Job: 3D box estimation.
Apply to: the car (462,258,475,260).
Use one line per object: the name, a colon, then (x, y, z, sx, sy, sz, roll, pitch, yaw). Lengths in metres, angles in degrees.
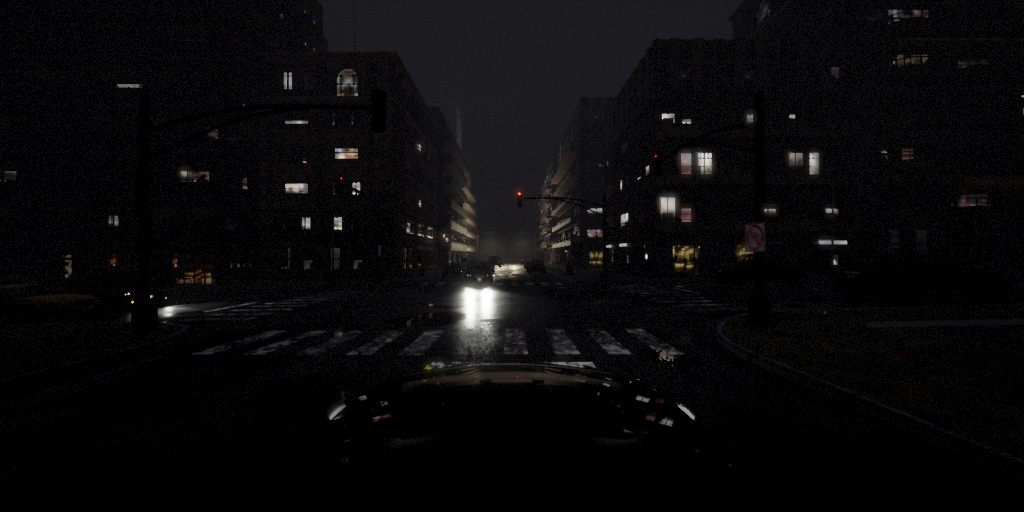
car: (-5.609, 1.283, 40.668, 1.751, 1.417, 4.829, 0, 0, 0)

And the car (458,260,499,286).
car: (-2.486, 1.245, 25.273, 2.128, 1.511, 4.902, 0, 0, -10)

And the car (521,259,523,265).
car: (2.807, 1.348, 57.870, 1.802, 1.307, 4.207, 0, 0, 0)

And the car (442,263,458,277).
car: (-5.621, 1.322, 35.155, 1.948, 1.339, 4.313, 0, 0, 0)

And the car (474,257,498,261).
car: (-3.016, 1.236, 41.995, 1.882, 1.535, 5.008, 0, 0, 0)

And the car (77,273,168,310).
car: (-17.594, 1.615, 15.450, 4.181, 1.385, 1.994, -1, 0, 0)

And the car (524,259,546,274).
car: (2.771, 1.198, 40.822, 1.967, 1.591, 4.097, 0, 0, 0)

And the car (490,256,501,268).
car: (-2.945, 0.992, 60.476, 2.150, 2.045, 5.566, 0, 0, 1)

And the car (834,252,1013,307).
car: (14.733, 0.775, 13.069, 5.009, 1.841, 2.192, 0, 0, 0)

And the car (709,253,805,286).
car: (14.616, 0.759, 21.449, 5.009, 1.841, 2.192, 0, 0, 0)

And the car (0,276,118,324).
car: (-17.608, 1.585, 12.855, 4.829, 1.417, 1.751, 0, 0, 0)

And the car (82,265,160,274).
car: (-23.559, 1.462, 21.163, 5.009, 1.841, 2.192, 0, 0, 0)
